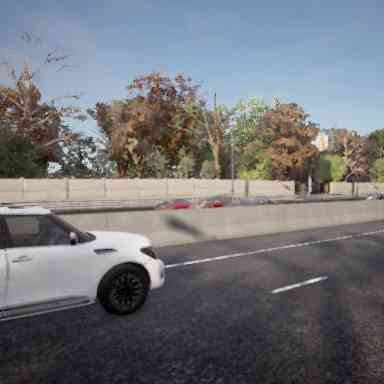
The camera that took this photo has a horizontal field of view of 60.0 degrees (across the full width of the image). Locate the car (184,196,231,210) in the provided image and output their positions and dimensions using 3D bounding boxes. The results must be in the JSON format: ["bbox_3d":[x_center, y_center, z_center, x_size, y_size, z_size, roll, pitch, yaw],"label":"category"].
[{"bbox_3d":[1.989,1.150,31.205,4.553,1.767,2.097,-1,0,-35],"label":"car"}]

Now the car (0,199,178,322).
[{"bbox_3d":[-3.212,1.215,5.759,5.566,2.045,2.150,-1,0,-35],"label":"car"}]

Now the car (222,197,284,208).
[{"bbox_3d":[4.908,1.317,24.689,4.892,1.490,1.837,-1,0,-35],"label":"car"}]

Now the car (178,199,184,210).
[{"bbox_3d":[-1.638,1.382,32.916,4.181,1.385,1.994,-1,0,-35],"label":"car"}]

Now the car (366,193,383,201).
[{"bbox_3d":[31.515,0.909,56.468,4.902,1.511,2.128,-1,0,-35],"label":"car"}]

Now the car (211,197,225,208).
[{"bbox_3d":[4.111,1.361,28.419,4.181,1.385,1.994,-1,0,-35],"label":"car"}]
